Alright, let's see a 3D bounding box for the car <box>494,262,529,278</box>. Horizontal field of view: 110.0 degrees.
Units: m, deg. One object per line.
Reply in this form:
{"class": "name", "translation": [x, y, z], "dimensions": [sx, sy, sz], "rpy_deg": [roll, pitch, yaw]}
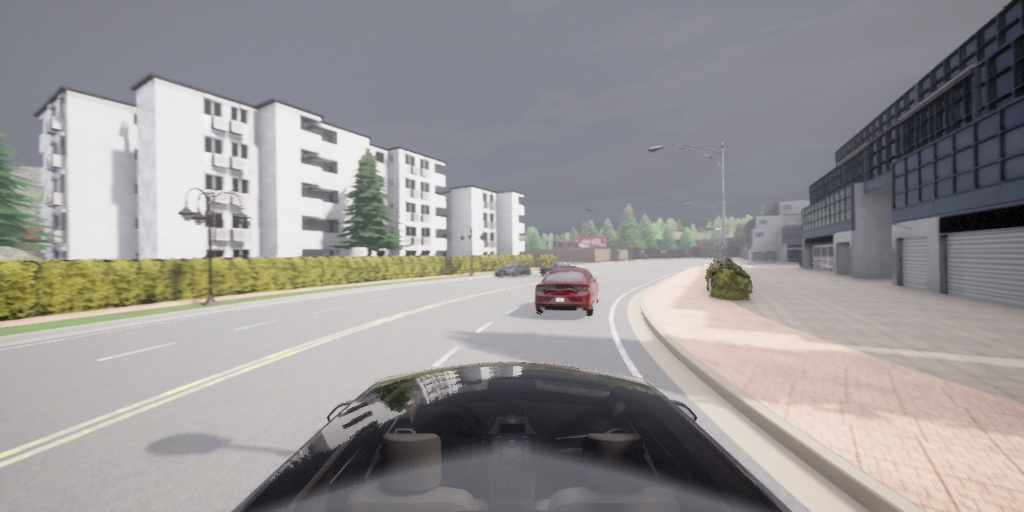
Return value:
{"class": "car", "translation": [0.124, 1.269, 33.138], "dimensions": [1.994, 1.385, 4.181], "rpy_deg": [-1, 0, 30]}

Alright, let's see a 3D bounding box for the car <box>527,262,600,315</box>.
{"class": "car", "translation": [2.188, 1.180, 13.381], "dimensions": [1.882, 1.535, 5.008], "rpy_deg": [-1, 0, 17]}

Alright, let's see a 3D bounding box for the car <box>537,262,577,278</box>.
{"class": "car", "translation": [4.259, 1.246, 33.274], "dimensions": [1.895, 1.301, 4.718], "rpy_deg": [-1, 0, 30]}
